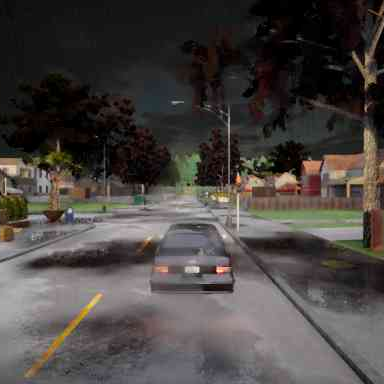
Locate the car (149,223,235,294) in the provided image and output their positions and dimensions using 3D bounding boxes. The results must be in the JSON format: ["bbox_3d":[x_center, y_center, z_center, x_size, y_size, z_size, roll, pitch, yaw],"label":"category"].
[{"bbox_3d":[0.016,1.547,8.935,2.033,1.411,5.357,0,0,0],"label":"car"}]
